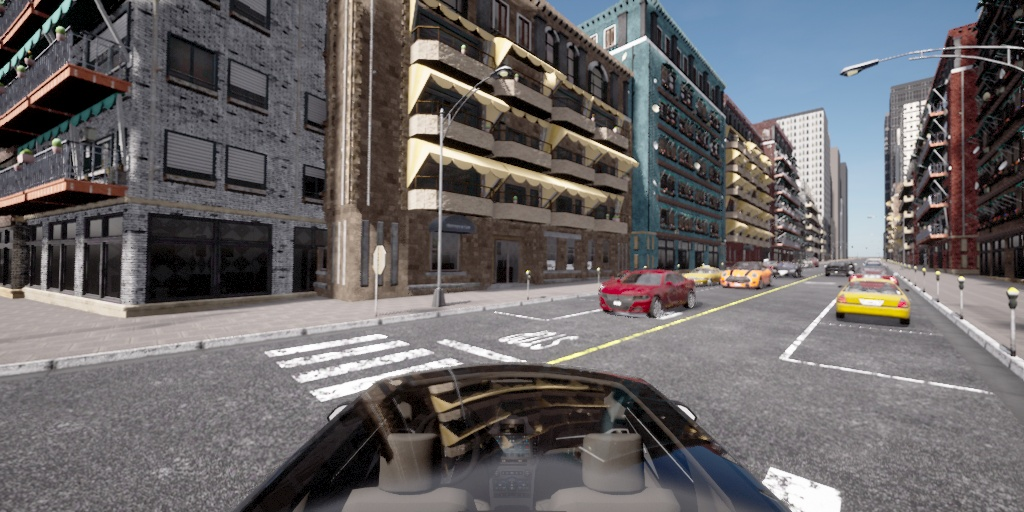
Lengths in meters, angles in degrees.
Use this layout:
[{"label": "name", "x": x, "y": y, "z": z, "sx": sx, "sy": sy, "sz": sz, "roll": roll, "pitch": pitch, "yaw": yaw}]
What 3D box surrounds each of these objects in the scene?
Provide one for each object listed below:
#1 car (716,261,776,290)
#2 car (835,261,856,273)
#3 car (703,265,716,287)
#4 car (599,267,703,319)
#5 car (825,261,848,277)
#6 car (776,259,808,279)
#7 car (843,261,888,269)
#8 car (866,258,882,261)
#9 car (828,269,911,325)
[{"label": "car", "x": 15.349, "y": 1.177, "z": 23.431, "sx": 4.553, "sy": 1.767, "sz": 2.097, "roll": 0, "pitch": 0, "yaw": -45}, {"label": "car", "x": 43.878, "y": 1.401, "z": 47.186, "sx": 4.892, "sy": 1.490, "sz": 1.837, "roll": 0, "pitch": 0, "yaw": -45}, {"label": "car", "x": 13.713, "y": 1.358, "z": 25.462, "sx": 4.829, "sy": 1.417, "sz": 1.751, "roll": 0, "pitch": 0, "yaw": -45}, {"label": "car", "x": 5.185, "y": 1.267, "z": 13.379, "sx": 5.008, "sy": 1.535, "sz": 1.882, "roll": 0, "pitch": 0, "yaw": -45}, {"label": "car", "x": 34.042, "y": 1.375, "z": 37.448, "sx": 4.892, "sy": 1.490, "sz": 1.837, "roll": 0, "pitch": 0, "yaw": -45}, {"label": "car", "x": 26.166, "y": 1.353, "z": 34.036, "sx": 4.902, "sy": 1.511, "sz": 2.128, "roll": 0, "pitch": 0, "yaw": -44}, {"label": "car", "x": 19.767, "y": 1.254, "z": 19.661, "sx": 4.097, "sy": 1.591, "sz": 1.967, "roll": 0, "pitch": 0, "yaw": -45}, {"label": "car", "x": 43.395, "y": 1.324, "z": 43.047, "sx": 4.097, "sy": 1.591, "sz": 1.967, "roll": 0, "pitch": 0, "yaw": -45}, {"label": "car", "x": 12.011, "y": 1.312, "z": 11.986, "sx": 4.829, "sy": 1.417, "sz": 1.751, "roll": 0, "pitch": 0, "yaw": -45}]
